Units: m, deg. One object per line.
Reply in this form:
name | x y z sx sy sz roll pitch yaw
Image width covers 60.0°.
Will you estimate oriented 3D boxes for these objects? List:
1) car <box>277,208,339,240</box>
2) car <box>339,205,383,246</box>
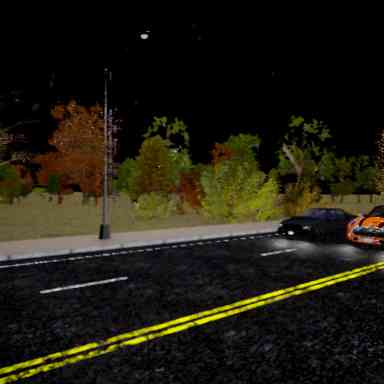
car | 6.726 1.524 17.112 5.357 1.411 2.033 0 0 -37
car | 8.789 1.347 14.593 4.553 1.767 2.097 0 0 -37
